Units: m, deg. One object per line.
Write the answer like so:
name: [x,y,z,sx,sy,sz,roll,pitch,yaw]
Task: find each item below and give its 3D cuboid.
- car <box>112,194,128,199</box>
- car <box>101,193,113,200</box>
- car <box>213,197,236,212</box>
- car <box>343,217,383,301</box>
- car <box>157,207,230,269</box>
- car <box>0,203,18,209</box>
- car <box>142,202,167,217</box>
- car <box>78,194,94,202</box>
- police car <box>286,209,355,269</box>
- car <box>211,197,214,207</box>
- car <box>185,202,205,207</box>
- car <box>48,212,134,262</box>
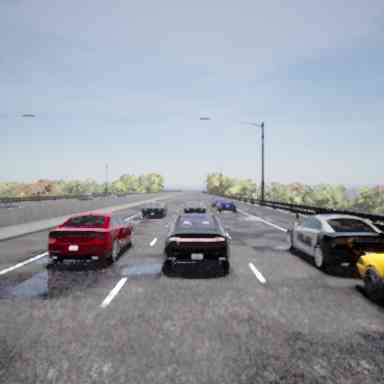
car: [-13.691,1.267,65.559,1.837,1.490,4.892,0,1,0]
car: [-17.174,1.100,68.325,2.097,1.767,4.553,0,0,0]
car: [3.742,1.464,36.734,1.994,1.385,4.181,0,0,1]
car: [4.569,1.451,5.264,1.801,1.575,5.366,0,0,0]
car: [0.147,1.459,11.069,2.128,1.511,4.902,0,0,0]
car: [-13.990,1.462,24.045,1.994,1.385,4.181,0,0,0]
car: [-3.261,1.506,29.870,1.895,1.301,4.718,0,0,0]
car: [-20.690,1.252,65.024,1.837,1.490,4.892,0,0,0]
police car: [4.598,1.403,11.184,1.930,1.638,5.238,0,0,0]
car: [3.732,1.414,48.213,2.033,1.411,5.357,0,0,0]
car: [0.240,1.514,30.028,1.895,1.301,4.718,0,0,0]
car: [-3.349,1.435,11.902,1.882,1.535,5.008,0,0,0]
